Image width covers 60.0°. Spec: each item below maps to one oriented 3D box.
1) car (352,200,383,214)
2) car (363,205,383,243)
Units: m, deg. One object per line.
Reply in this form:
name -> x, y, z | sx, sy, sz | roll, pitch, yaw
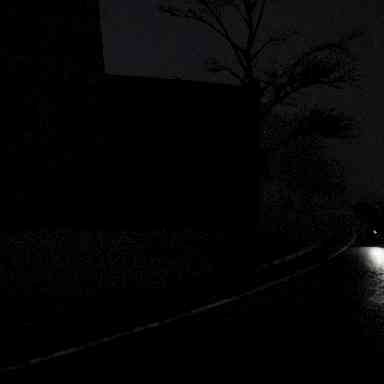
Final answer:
car -> 18.001, 1.585, 33.928 | 2.128, 1.511, 4.902 | 1, -1, 4
car -> 9.402, 1.557, 15.721 | 2.033, 1.411, 5.357 | 0, 0, 28
